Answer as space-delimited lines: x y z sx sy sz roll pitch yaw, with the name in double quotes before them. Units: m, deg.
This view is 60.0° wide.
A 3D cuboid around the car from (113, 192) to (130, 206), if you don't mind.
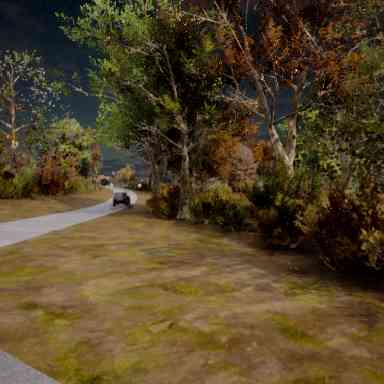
"car" -10.841 1.069 51.347 2.150 2.045 5.566 -1 1 -5
